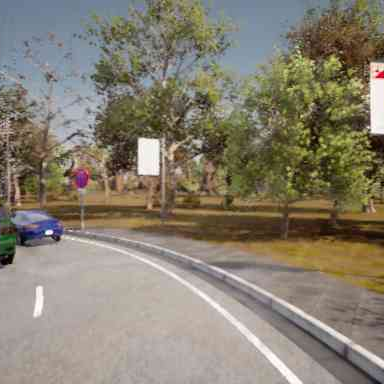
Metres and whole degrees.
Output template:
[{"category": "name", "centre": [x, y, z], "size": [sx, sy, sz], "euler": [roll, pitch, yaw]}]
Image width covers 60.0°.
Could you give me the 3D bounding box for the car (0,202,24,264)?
[{"category": "car", "centre": [-7.634, 1.304, 11.303], "size": [2.150, 2.045, 5.566], "euler": [0, 0, -39]}]

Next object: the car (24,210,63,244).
[{"category": "car", "centre": [-7.869, 1.600, 15.862], "size": [4.674, 1.442, 1.812], "euler": [-1, 0, 42]}]
